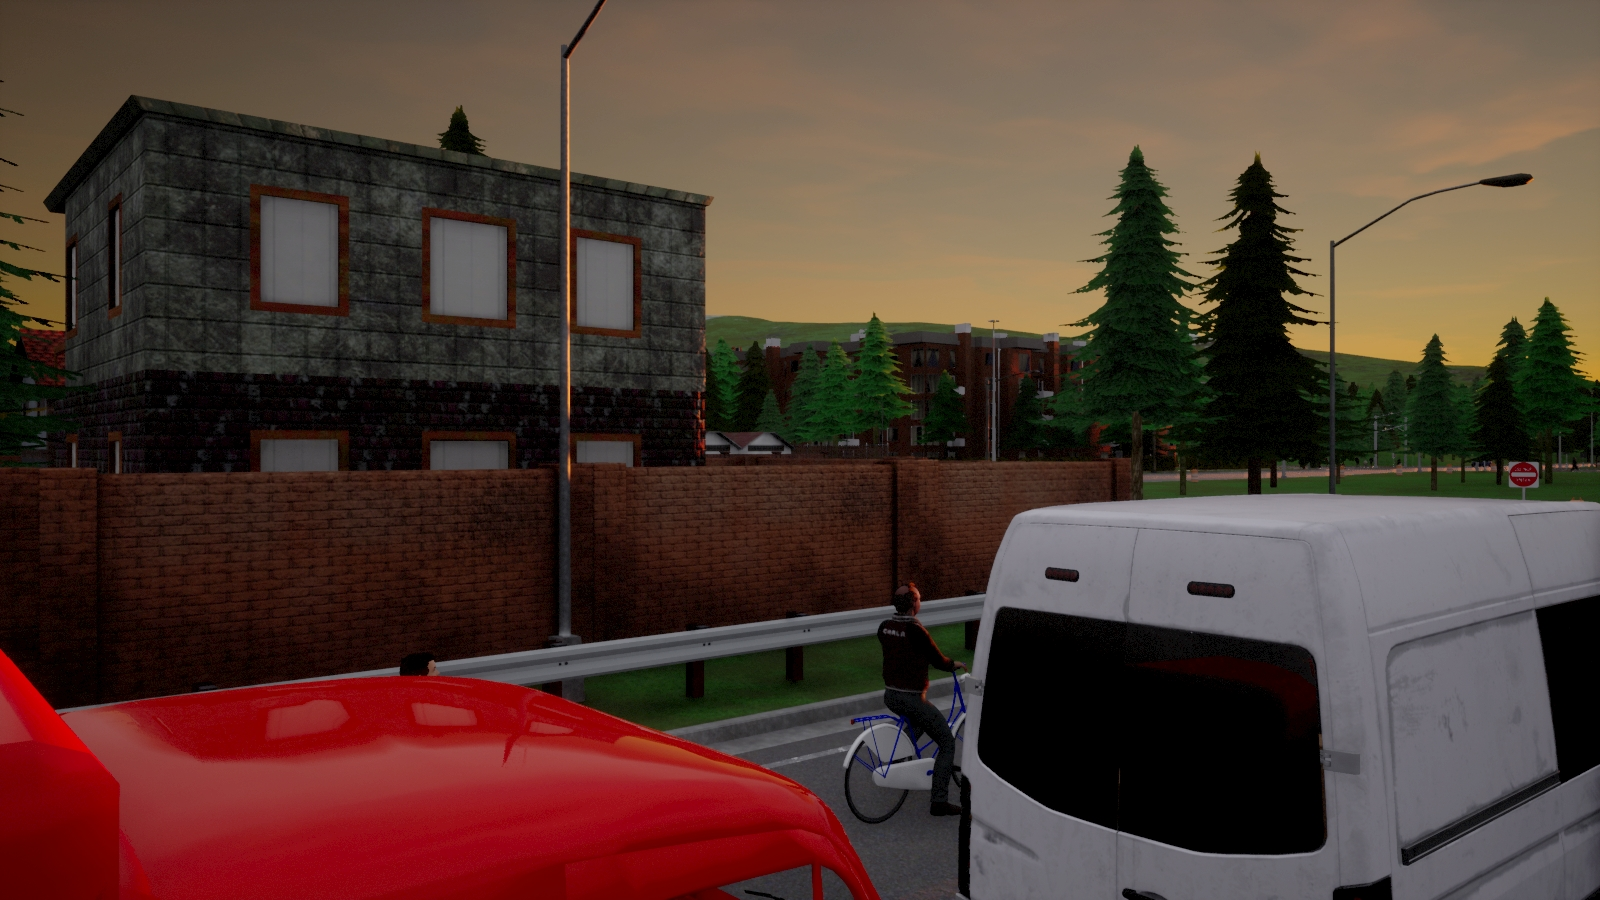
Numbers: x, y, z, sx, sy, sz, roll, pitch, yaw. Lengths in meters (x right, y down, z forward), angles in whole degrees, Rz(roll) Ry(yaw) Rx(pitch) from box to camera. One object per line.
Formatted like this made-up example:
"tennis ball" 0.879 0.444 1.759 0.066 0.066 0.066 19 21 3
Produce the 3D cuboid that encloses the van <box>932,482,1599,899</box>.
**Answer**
"van" 3.509 1.534 6.458 5.915 2.561 1.988 0 0 -40

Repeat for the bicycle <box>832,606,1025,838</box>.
"bicycle" 1.045 2.060 8.955 1.835 1.471 0.329 0 0 -40

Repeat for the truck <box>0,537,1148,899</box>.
"truck" -2.109 1.568 1.686 5.204 2.467 2.627 0 0 -40
